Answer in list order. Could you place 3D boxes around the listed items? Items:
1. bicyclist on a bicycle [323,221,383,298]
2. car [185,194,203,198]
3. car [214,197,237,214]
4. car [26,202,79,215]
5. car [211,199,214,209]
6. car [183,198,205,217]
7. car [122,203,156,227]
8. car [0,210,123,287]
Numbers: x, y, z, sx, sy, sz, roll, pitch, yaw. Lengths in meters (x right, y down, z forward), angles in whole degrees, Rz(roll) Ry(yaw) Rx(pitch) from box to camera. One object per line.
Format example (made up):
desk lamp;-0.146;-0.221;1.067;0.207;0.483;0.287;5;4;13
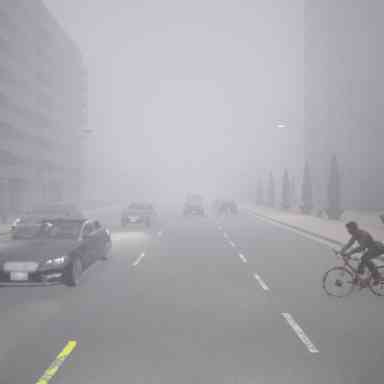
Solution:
bicyclist on a bicycle;3.561;1.445;7.022;1.656;1.620;0.582;-2;0;0
car;0.220;1.219;43.841;2.150;2.045;5.566;0;0;1
car;3.659;1.504;35.257;1.837;1.490;4.892;0;0;1
car;-7.057;1.350;16.779;2.097;1.767;4.553;0;0;1
car;3.663;1.503;45.585;1.837;1.490;4.892;0;0;1
car;0.179;1.524;30.592;1.812;1.442;4.674;0;0;1
car;-3.556;1.491;22.723;2.128;1.511;4.902;0;0;0
car;-3.614;1.491;9.389;2.128;1.511;4.902;0;0;0
